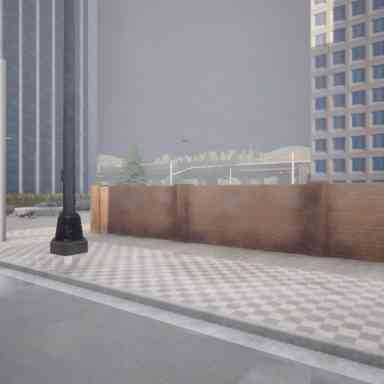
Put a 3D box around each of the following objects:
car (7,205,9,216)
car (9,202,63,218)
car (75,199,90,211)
[{"bbox_3d":[-18.176,1.547,29.228,2.033,1.411,5.357,0,0,32],"label":"car"},{"bbox_3d":[-13.373,1.601,29.922,1.895,1.301,4.718,0,0,35],"label":"car"},{"bbox_3d":[-12.366,1.547,37.458,2.033,1.411,5.357,0,0,35],"label":"car"}]
